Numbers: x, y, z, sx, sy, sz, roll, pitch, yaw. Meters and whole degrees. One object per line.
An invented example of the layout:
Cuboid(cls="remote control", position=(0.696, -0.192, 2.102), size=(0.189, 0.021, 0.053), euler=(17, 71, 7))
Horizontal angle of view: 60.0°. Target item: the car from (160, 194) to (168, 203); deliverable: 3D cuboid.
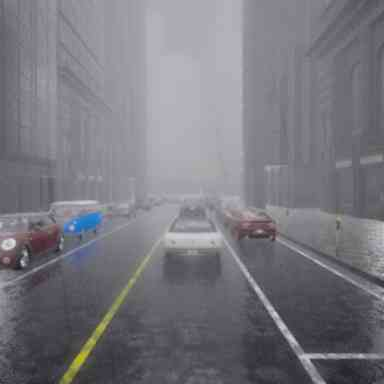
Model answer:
Cuboid(cls="car", position=(-5.646, 1.454, 55.671), size=(1.887, 1.381, 4.507), euler=(-1, 0, 0))

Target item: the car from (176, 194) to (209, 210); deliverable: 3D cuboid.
Cuboid(cls="car", position=(0.059, 1.315, 28.025), size=(2.097, 1.767, 4.553), euler=(0, 0, 1))

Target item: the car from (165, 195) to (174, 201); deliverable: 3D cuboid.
Cuboid(cls="car", position=(-5.631, 1.408, 83.795), size=(1.947, 1.339, 4.313), euler=(-1, 0, 0))

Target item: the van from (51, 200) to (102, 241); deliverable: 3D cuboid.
Cuboid(cls="van", position=(-5.669, 1.323, 16.298), size=(1.690, 1.788, 3.998), euler=(-1, 0, 0))

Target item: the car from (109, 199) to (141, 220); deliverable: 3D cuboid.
Cuboid(cls="car", position=(-5.660, 1.547, 27.547), size=(1.802, 1.307, 4.206), euler=(-1, 0, 0))

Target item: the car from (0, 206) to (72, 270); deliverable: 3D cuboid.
Cuboid(cls="car", position=(-5.671, 1.429, 10.673), size=(1.967, 1.590, 4.097), euler=(-1, 0, 0))

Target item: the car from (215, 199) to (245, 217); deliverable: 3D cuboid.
Cuboid(cls="car", position=(2.860, 1.413, 21.922), size=(1.967, 1.590, 4.097), euler=(-1, 0, 0))

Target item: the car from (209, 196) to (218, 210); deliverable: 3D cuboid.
Cuboid(cls="car", position=(2.871, 1.509, 38.796), size=(1.947, 1.339, 4.313), euler=(-1, 0, 0))

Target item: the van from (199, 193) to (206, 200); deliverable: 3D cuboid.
Cuboid(cls="van", position=(2.896, 1.168, 89.415), size=(1.690, 1.788, 3.998), euler=(-1, 0, 0))

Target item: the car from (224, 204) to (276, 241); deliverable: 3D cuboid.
Cuboid(cls="car", position=(2.859, 1.526, 16.297), size=(1.887, 1.381, 4.507), euler=(-1, 0, 0))

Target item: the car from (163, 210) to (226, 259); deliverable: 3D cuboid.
Cuboid(cls="car", position=(0.044, 1.587, 12.519), size=(1.895, 1.301, 4.718), euler=(0, 0, 1))

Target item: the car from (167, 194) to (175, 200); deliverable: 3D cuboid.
Cuboid(cls="car", position=(-5.629, 1.268, 89.419), size=(1.967, 1.590, 4.097), euler=(-1, 0, 0))

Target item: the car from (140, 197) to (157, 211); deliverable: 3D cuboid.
Cuboid(cls="car", position=(-5.655, 1.510, 38.797), size=(1.947, 1.339, 4.313), euler=(-1, 0, 0))

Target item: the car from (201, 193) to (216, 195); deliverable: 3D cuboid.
Cuboid(cls="car", position=(2.874, 1.235, 50.044), size=(2.192, 1.841, 5.009), euler=(-1, 0, 0))

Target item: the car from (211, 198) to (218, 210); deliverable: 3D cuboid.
Cuboid(cls="car", position=(2.865, 1.509, 27.546), size=(1.887, 1.381, 4.507), euler=(-1, 0, 0))

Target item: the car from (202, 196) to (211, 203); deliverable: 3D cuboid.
Cuboid(cls="car", position=(2.886, 1.465, 66.917), size=(1.802, 1.307, 4.206), euler=(-1, 0, 0))

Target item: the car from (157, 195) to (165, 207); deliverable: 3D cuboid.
Cuboid(cls="car", position=(-5.649, 1.487, 50.046), size=(1.947, 1.339, 4.313), euler=(-1, 0, 0))

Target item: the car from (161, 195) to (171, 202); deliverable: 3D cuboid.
Cuboid(cls="car", position=(-5.637, 1.415, 72.545), size=(1.887, 1.381, 4.507), euler=(-1, 0, 0))

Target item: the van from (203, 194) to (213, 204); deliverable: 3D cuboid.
Cuboid(cls="van", position=(2.881, 1.237, 61.293), size=(1.690, 1.788, 3.998), euler=(-1, 0, 0))

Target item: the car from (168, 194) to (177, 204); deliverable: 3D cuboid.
Cuboid(cls="car", position=(-3.016, 1.465, 58.927), size=(1.994, 1.385, 4.181), euler=(0, 0, 1))

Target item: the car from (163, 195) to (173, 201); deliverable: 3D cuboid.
Cuboid(cls="car", position=(-5.634, 1.407, 78.170), size=(2.008, 1.369, 4.403), euler=(-1, 0, 0))
